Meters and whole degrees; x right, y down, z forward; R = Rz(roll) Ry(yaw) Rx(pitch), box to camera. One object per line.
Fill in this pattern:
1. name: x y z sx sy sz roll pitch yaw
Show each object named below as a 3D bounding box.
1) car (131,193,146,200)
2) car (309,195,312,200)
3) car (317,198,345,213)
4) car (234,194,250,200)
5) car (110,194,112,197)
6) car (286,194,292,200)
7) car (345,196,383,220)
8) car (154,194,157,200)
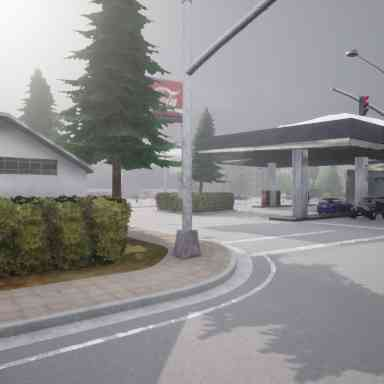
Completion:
1. car: -14.005 1.154 87.322 2.152 1.636 5.027 0 0 -36
2. car: 28.881 1.339 86.732 2.007 1.523 4.514 0 0 -36
3. car: 15.293 1.480 35.350 4.611 1.667 2.242 0 0 -36
4. car: 12.285 1.320 84.055 1.845 1.501 3.633 0 0 -36
5. car: -17.801 1.298 75.424 2.007 1.523 4.514 0 0 -36
6. car: 26.378 1.330 84.840 2.152 1.636 5.027 0 0 -36
7. car: 15.127 1.313 28.220 3.866 1.878 1.905 0 0 -36
8. car: -6.293 1.097 71.430 1.932 1.855 4.605 0 0 -36
